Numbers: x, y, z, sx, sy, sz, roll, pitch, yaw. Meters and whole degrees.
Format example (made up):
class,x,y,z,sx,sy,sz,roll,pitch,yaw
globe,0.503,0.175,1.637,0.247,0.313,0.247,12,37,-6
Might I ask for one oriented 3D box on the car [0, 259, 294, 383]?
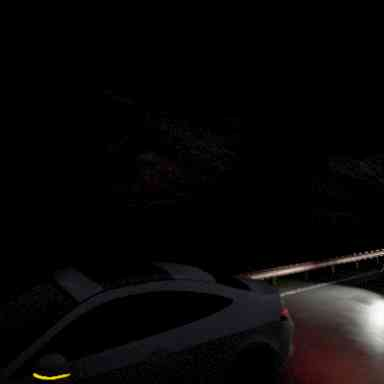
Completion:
class,x,y,z,sx,sy,sz,roll,pitch,yaw
car,-0.973,1.503,3.294,4.674,1.442,1.812,0,0,-33

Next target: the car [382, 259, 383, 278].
class,x,y,z,sx,sy,sz,roll,pitch,yaw
car,6.748,1.514,8.382,4.892,1.490,1.837,0,0,-33
